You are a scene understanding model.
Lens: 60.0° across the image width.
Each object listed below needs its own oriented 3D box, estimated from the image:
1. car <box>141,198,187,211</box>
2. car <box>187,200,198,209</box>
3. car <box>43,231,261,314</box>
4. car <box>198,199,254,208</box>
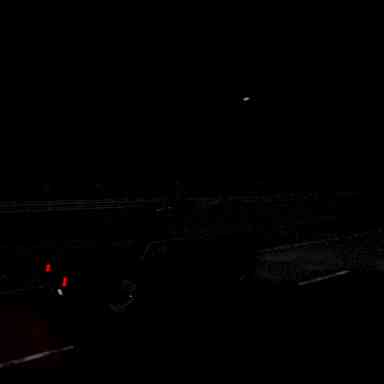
[{"bbox_3d":[-1.971,1.289,28.252,4.892,1.490,1.837,-1,1,-35],"label":"car"},{"bbox_3d":[2.265,1.276,26.929,4.674,1.442,1.812,-1,1,-35],"label":"car"},{"bbox_3d":[-0.664,1.552,7.557,4.718,1.301,1.895,-1,1,-35],"label":"car"},{"bbox_3d":[2.872,1.345,23.093,4.181,1.385,1.994,-1,1,-35],"label":"car"}]
